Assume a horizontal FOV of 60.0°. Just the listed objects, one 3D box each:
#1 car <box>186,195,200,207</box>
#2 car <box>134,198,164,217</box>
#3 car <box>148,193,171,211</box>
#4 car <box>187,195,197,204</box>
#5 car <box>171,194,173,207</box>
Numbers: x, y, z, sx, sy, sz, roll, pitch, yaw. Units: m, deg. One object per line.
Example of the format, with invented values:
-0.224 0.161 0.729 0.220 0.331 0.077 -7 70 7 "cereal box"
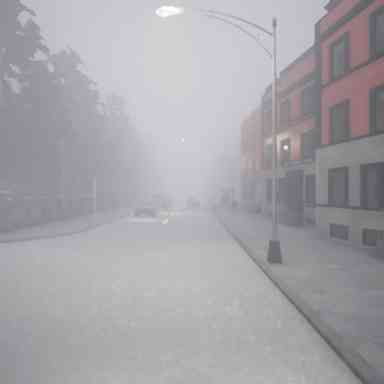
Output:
0.099 1.521 48.962 1.994 1.385 4.181 0 0 0 "car"
-4.102 1.521 30.857 2.033 1.411 5.357 0 0 0 "car"
-4.097 1.186 41.044 2.150 2.045 5.566 0 0 0 "car"
0.007 1.450 64.613 1.837 1.490 4.892 0 0 0 "car"
-4.071 1.178 50.764 2.150 2.045 5.566 0 0 0 "car"
